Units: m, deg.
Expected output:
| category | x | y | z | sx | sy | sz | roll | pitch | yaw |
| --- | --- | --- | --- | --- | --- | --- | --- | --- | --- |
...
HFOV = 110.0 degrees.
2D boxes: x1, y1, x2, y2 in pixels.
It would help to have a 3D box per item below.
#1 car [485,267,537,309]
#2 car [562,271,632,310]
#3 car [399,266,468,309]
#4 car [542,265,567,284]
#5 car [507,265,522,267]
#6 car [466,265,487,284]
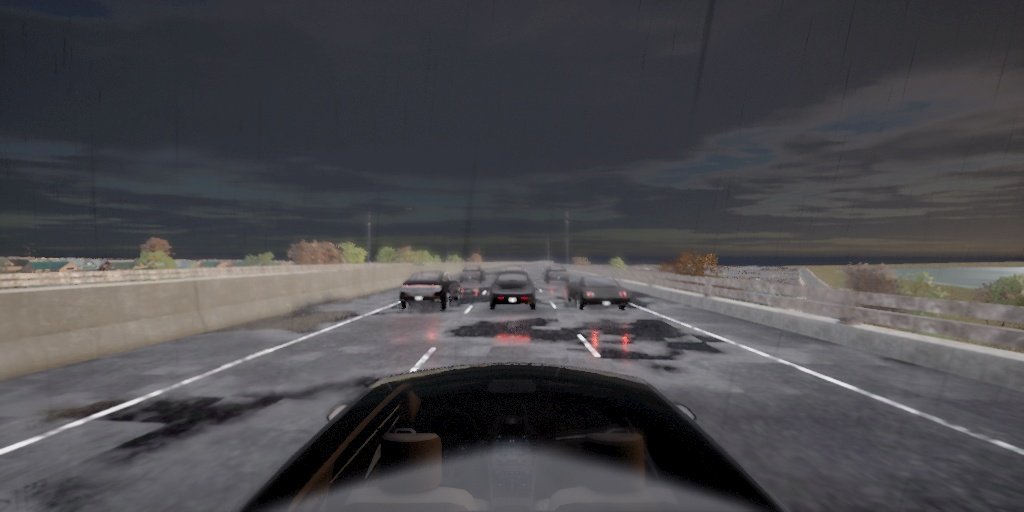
| category | x | y | z | sx | sy | sz | roll | pitch | yaw |
| --- | --- | --- | --- | --- | --- | --- | --- | --- | --- |
| car | 0.043 | 1.398 | 15.770 | 1.837 | 1.490 | 4.892 | 0 | 0 | 1 |
| car | 3.540 | 1.489 | 15.567 | 1.895 | 1.301 | 4.718 | 0 | -1 | 0 |
| car | -3.457 | 1.382 | 15.803 | 2.128 | 1.511 | 4.902 | 0 | 0 | 1 |
| car | 3.712 | 1.543 | 30.658 | 2.128 | 1.511 | 4.902 | 0 | -1 | 1 |
| car | 0.217 | 1.530 | 30.884 | 1.882 | 1.535 | 5.008 | 0 | 0 | 1 |
| car | -3.288 | 1.543 | 30.758 | 2.128 | 1.511 | 4.902 | 0 | -1 | 1 |
